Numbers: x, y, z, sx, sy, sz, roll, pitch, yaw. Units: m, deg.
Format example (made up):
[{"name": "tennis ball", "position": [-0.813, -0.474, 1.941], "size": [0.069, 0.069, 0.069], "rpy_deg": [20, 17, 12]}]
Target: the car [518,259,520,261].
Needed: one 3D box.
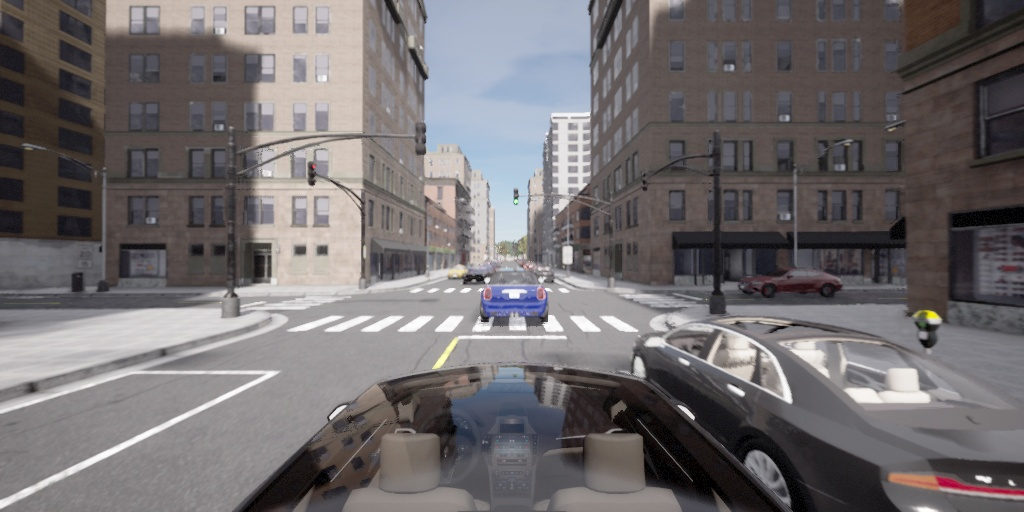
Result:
[{"name": "car", "position": [2.661, 1.573, 64.798], "size": [2.192, 1.841, 5.009], "rpy_deg": [0, 0, 0]}]

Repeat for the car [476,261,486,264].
[{"name": "car", "position": [-2.830, 1.602, 39.043], "size": [2.033, 1.411, 5.357], "rpy_deg": [0, 0, 1]}]

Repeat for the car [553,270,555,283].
[{"name": "car", "position": [2.649, 1.537, 30.708], "size": [2.007, 1.370, 4.403], "rpy_deg": [0, 0, 0]}]

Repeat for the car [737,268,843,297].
[{"name": "car", "position": [14.223, 1.324, 18.472], "size": [4.674, 1.442, 1.812], "rpy_deg": [0, 0, 2]}]

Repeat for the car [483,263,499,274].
[{"name": "car", "position": [-2.820, 1.698, 49.050], "size": [1.994, 1.385, 4.181], "rpy_deg": [0, 0, 0]}]

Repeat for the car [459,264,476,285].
[{"name": "car", "position": [-2.850, 1.577, 29.301], "size": [1.895, 1.301, 4.718], "rpy_deg": [0, 0, 1]}]

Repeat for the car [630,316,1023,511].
[{"name": "car", "position": [2.641, 1.318, 3.833], "size": [2.007, 1.370, 4.403], "rpy_deg": [0, 0, 0]}]

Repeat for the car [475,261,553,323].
[{"name": "car", "position": [0.078, 1.188, 12.622], "size": [2.097, 1.767, 4.553], "rpy_deg": [0, 0, 0]}]

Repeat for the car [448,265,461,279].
[{"name": "car", "position": [-5.374, 1.558, 36.221], "size": [1.751, 1.417, 4.829], "rpy_deg": [0, 0, 0]}]

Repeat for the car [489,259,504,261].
[{"name": "car", "position": [-2.772, 1.721, 59.454], "size": [1.837, 1.490, 4.892], "rpy_deg": [0, 0, 1]}]
